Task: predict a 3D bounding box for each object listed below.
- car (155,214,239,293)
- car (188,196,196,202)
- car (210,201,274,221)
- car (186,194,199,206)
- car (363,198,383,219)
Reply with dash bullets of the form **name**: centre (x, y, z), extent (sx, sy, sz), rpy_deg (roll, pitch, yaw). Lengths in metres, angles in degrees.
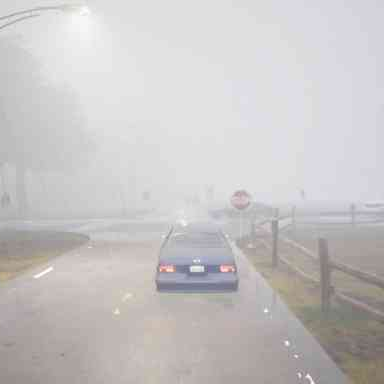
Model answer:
- **car**: centre (0.095, 1.549, 8.999), extent (2.033, 1.411, 5.357), rpy_deg (0, 0, 0)
- **car**: centre (-0.012, 1.764, 80.416), extent (1.994, 1.385, 4.181), rpy_deg (0, 0, 0)
- **car**: centre (3.850, 1.457, 25.759), extent (4.892, 1.490, 1.837), rpy_deg (-1, 0, 0)
- **car**: centre (0.093, 1.315, 58.290), extent (2.150, 2.045, 5.566), rpy_deg (0, 0, 0)
- **car**: centre (16.306, 1.015, 25.672), extent (5.566, 2.045, 2.150), rpy_deg (-1, 1, 0)
